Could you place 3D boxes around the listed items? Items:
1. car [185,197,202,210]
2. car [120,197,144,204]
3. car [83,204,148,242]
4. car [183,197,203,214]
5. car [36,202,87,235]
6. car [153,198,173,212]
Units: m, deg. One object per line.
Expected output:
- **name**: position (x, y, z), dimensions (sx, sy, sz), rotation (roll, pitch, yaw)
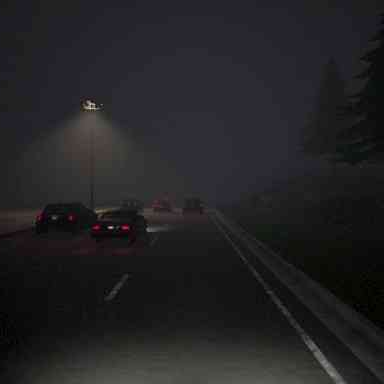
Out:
- **car**: position (0.264, 1.491, 44.514), dimensions (2.128, 1.511, 4.902), rotation (0, 0, 2)
- **car**: position (-6.876, 1.352, 38.358), dimensions (2.097, 1.767, 4.553), rotation (0, 0, 1)
- **car**: position (-3.399, 1.547, 16.417), dimensions (2.033, 1.411, 5.357), rotation (0, 0, 0)
- **car**: position (0.097, 1.352, 35.308), dimensions (2.097, 1.767, 4.553), rotation (0, 0, 0)
- **car**: position (-6.899, 1.352, 18.830), dimensions (2.097, 1.767, 4.553), rotation (0, 0, 0)
- **car**: position (-3.369, 1.477, 39.165), dimensions (1.882, 1.535, 5.008), rotation (0, 0, 1)
